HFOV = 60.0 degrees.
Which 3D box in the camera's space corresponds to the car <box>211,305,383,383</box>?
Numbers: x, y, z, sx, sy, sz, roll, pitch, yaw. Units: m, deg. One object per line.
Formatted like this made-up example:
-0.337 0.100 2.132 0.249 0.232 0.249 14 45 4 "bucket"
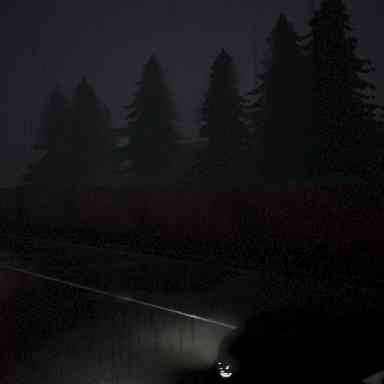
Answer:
2.426 1.505 2.260 4.892 1.490 1.837 0 0 35 "car"
